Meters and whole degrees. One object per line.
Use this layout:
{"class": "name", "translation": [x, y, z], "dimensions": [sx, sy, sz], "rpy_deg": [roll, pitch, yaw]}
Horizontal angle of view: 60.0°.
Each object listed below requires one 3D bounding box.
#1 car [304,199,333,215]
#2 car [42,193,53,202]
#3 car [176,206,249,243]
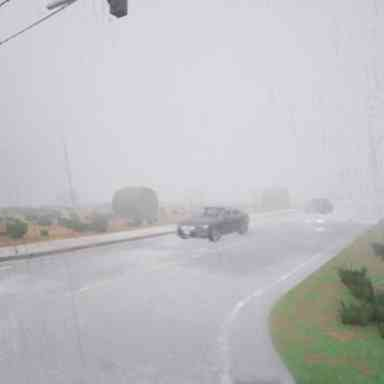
{"class": "car", "translation": [12.684, 1.435, 33.234], "dimensions": [2.128, 1.511, 4.902], "rpy_deg": [0, 0, 34]}
{"class": "car", "translation": [-33.312, 1.342, 76.896], "dimensions": [1.905, 1.878, 3.866], "rpy_deg": [6, 1, -12]}
{"class": "car", "translation": [1.146, 1.472, 16.350], "dimensions": [2.128, 1.511, 4.902], "rpy_deg": [0, 0, 34]}
